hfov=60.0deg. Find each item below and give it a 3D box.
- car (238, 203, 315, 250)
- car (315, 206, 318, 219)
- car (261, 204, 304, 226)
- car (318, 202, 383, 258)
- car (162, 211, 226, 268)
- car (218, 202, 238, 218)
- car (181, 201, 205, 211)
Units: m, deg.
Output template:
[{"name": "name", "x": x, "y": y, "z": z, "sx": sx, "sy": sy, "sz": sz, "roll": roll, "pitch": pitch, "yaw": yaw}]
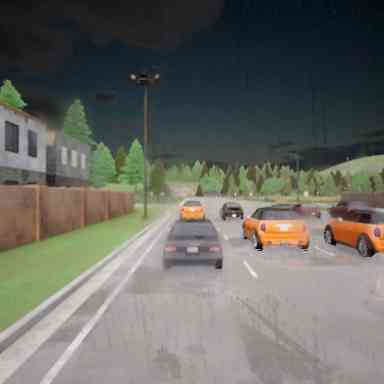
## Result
[{"name": "car", "x": 3.568, "y": 1.455, "z": 14.943, "sx": 2.097, "sy": 1.767, "sz": 4.553, "roll": 0, "pitch": -1, "yaw": 0}, {"name": "car", "x": 10.567, "y": 1.743, "z": 31.265, "sx": 1.812, "sy": 1.442, "sz": 4.674, "roll": 0, "pitch": 0, "yaw": 0}, {"name": "car", "x": 7.043, "y": 1.732, "z": 26.533, "sx": 2.033, "sy": 1.411, "sz": 5.357, "roll": 0, "pitch": 0, "yaw": 0}, {"name": "car", "x": 7.058, "y": 1.445, "z": 13.295, "sx": 2.097, "sy": 1.767, "sz": 4.553, "roll": 0, "pitch": 0, "yaw": 0}, {"name": "car", "x": 0.045, "y": 1.628, "z": 11.533, "sx": 2.033, "sy": 1.411, "sz": 5.357, "roll": 0, "pitch": 0, "yaw": 1}, {"name": "car", "x": 3.564, "y": 1.717, "z": 30.360, "sx": 1.837, "sy": 1.490, "sz": 4.892, "roll": 0, "pitch": 0, "yaw": 0}, {"name": "car", "x": 0.061, "y": 1.559, "z": 29.940, "sx": 2.097, "sy": 1.767, "sz": 4.553, "roll": 0, "pitch": -1, "yaw": 0}]
